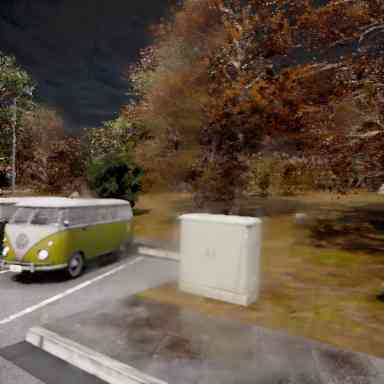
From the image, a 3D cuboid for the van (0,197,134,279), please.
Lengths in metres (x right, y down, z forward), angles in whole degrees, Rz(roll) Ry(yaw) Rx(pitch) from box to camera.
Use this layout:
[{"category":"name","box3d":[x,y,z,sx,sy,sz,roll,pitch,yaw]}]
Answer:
[{"category":"van","box3d":[-3.396,1.193,9.727,1.878,1.987,4.442,1,0,16]}]
